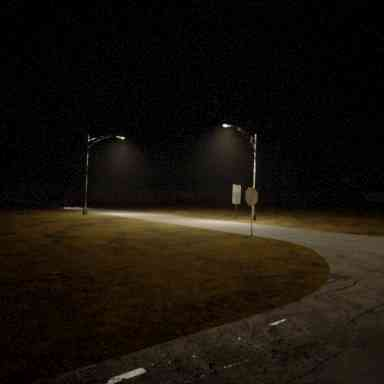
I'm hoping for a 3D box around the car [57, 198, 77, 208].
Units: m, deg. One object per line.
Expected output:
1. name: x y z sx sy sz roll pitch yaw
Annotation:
1. car: -18.757 1.602 49.861 1.994 1.385 4.181 3 -2 -36
